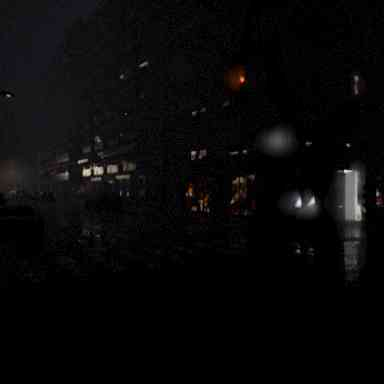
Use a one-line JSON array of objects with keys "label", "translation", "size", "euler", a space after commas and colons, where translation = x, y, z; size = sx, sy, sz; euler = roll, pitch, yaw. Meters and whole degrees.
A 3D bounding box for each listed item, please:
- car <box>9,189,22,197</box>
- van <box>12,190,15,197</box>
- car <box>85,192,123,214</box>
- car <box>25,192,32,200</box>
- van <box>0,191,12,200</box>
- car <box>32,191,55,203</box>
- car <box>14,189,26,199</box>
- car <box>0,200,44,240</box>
[{"label": "car", "translation": [-37.482, 0.235, 70.490], "size": [1.967, 1.590, 4.097], "euler": [2, 0, -36]}, {"label": "van", "translation": [-34.178, 0.224, 65.897], "size": [1.690, 1.788, 3.998], "euler": [2, 0, -36]}, {"label": "car", "translation": [-7.765, 0.901, 29.151], "size": [2.192, 1.841, 5.009], "euler": [2, 0, -36]}, {"label": "car", "translation": [-24.279, 0.712, 52.117], "size": [1.947, 1.339, 4.313], "euler": [2, 0, -36]}, {"label": "van", "translation": [-14.565, 0.872, 24.254], "size": [1.690, 1.788, 3.998], "euler": [2, 0, -36]}, {"label": "car", "translation": [-20.974, 0.674, 47.524], "size": [1.967, 1.590, 4.097], "euler": [2, 0, -36]}, {"label": "car", "translation": [-30.980, 0.493, 61.442], "size": [1.752, 1.417, 4.829], "euler": [2, 0, -36]}, {"label": "car", "translation": [-7.968, 1.252, 15.068], "size": [1.887, 1.381, 4.507], "euler": [2, 0, -36]}]
